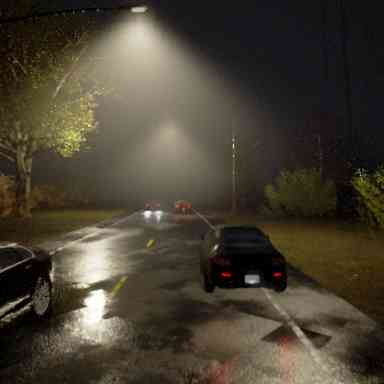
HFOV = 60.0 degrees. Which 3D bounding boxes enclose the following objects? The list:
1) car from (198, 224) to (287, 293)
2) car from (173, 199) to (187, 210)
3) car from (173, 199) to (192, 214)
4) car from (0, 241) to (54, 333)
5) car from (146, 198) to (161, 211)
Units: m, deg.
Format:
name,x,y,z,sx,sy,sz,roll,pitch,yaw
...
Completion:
name,x,y,z,sx,sy,sz,roll,pitch,yaw
car,1.170,1.581,8.937,1.812,1.442,4.674,0,0,-1
car,-1.741,1.739,47.977,1.837,1.490,4.892,0,0,-4
car,-1.044,1.718,37.796,1.812,1.442,4.674,0,0,-3
car,-3.639,1.522,4.703,2.128,1.511,4.902,0,0,0
car,-5.203,1.826,45.142,1.895,1.301,4.718,0,0,-4
